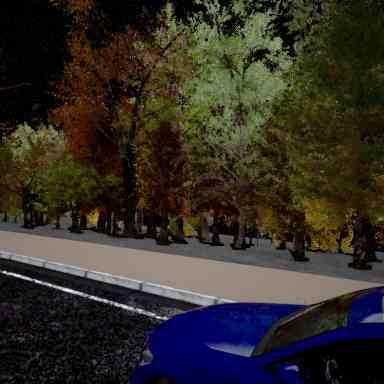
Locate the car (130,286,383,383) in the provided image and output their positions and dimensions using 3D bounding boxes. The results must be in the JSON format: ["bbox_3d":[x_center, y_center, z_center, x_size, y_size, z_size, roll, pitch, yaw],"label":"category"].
[{"bbox_3d":[1.598,1.526,2.544,4.674,1.442,1.812,0,0,36],"label":"car"}]

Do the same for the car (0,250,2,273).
[{"bbox_3d":[-6.723,1.503,8.504,4.892,1.490,1.837,0,0,36],"label":"car"}]
